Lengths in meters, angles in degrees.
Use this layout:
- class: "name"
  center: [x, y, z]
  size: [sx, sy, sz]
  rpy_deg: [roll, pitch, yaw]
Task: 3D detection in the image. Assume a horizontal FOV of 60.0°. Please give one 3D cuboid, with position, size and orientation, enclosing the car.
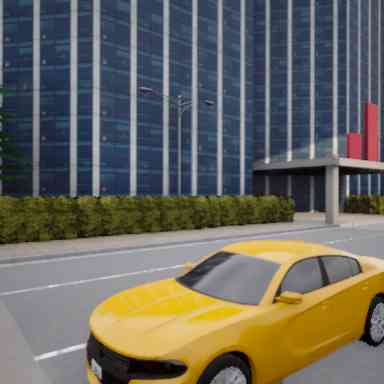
- class: "car"
  center: [1.058, 1.490, 4.789]
  size: [5.008, 1.535, 1.882]
  rpy_deg: [0, 0, -37]
